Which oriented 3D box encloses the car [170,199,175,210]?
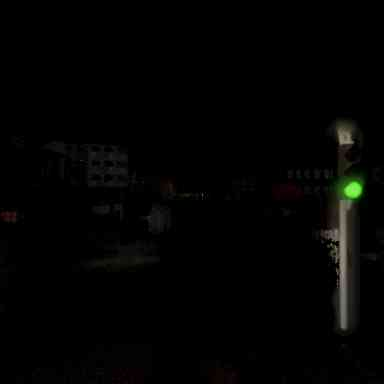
[{"bbox_3d":[-4.083,1.925,49.294,2.128,1.511,4.902,0,-1,0],"label":"car"}]

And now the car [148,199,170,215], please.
[{"bbox_3d":[-4.092,1.837,39.331,2.128,1.511,4.902,0,0,0],"label":"car"}]

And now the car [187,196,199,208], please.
[{"bbox_3d":[0.112,1.878,59.978,2.097,1.767,4.553,0,-1,0],"label":"car"}]

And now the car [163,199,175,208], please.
[{"bbox_3d":[-4.042,2.000,59.469,1.882,1.535,5.008,0,-1,0],"label":"car"}]

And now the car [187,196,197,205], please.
[{"bbox_3d":[0.016,1.872,73.712,2.150,2.045,5.566,0,-1,0],"label":"car"}]

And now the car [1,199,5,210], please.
[{"bbox_3d":[-19.752,1.261,31.234,1.905,1.878,3.866,0,-1,35],"label":"car"}]
